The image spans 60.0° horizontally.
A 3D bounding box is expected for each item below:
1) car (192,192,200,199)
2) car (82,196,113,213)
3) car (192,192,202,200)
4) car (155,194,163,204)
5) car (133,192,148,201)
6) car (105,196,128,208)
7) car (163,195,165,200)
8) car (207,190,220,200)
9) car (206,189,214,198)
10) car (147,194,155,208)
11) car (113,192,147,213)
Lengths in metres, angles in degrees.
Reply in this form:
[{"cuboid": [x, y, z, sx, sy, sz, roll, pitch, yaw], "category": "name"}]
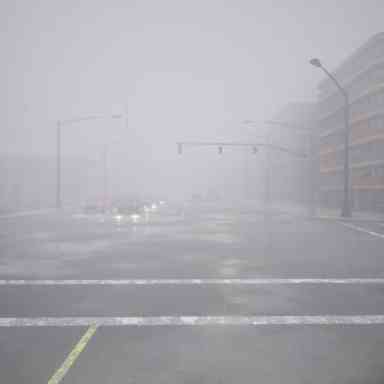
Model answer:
[{"cuboid": [0.898, 0.788, 76.072, 1.895, 1.301, 4.718, 0, 1, 0], "category": "car"}, {"cuboid": [-9.828, 1.223, 34.753, 2.097, 1.767, 4.553, 0, 1, 0], "category": "car"}, {"cuboid": [0.967, 0.827, 65.991, 1.882, 1.535, 5.008, 0, 1, 0], "category": "car"}, {"cuboid": [-6.268, 1.077, 52.573, 2.128, 1.511, 4.902, 0, 1, 0], "category": "car"}, {"cuboid": [-9.692, 0.893, 63.091, 2.128, 1.511, 4.902, 0, 1, 1], "category": "car"}, {"cuboid": [-9.802, 1.312, 43.396, 1.994, 1.385, 4.181, 0, 1, 0], "category": "car"}, {"cuboid": [-6.198, 1.009, 62.703, 1.895, 1.301, 4.718, 0, 1, 1], "category": "car"}, {"cuboid": [4.467, 0.916, 65.829, 1.994, 1.385, 4.181, 0, 1, 0], "category": "car"}, {"cuboid": [4.399, 0.422, 75.812, 2.150, 2.045, 5.566, 0, 1, 0], "category": "car"}, {"cuboid": [-6.302, 1.275, 43.293, 1.812, 1.442, 4.674, 0, 1, 0], "category": "car"}, {"cuboid": [-6.330, 1.224, 34.410, 2.097, 1.767, 4.553, 0, 1, 0], "category": "car"}]
